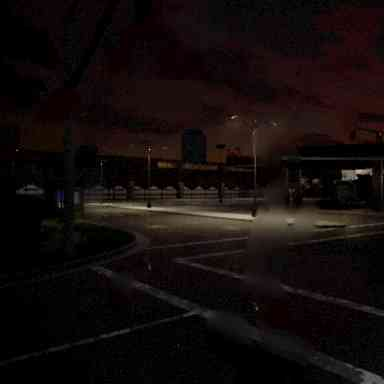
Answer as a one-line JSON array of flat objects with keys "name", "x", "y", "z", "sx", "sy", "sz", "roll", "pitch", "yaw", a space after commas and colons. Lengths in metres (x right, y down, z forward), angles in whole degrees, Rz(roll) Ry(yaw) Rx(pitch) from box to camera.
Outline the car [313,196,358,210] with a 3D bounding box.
[{"name": "car", "x": 16.907, "y": 1.285, "z": 40.246, "sx": 2.242, "sy": 1.667, "sz": 4.611, "roll": 0, "pitch": 0, "yaw": -35}]

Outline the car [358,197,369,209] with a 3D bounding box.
[{"name": "car", "x": 21.175, "y": 1.445, "z": 44.167, "sx": 1.970, "sy": 1.475, "sz": 3.806, "roll": 0, "pitch": 0, "yaw": -35}]
